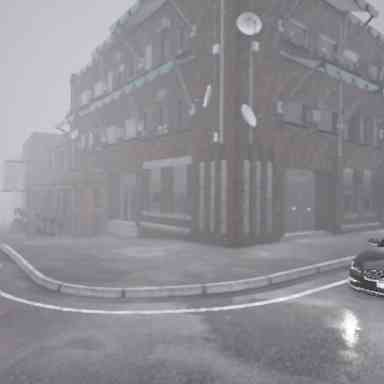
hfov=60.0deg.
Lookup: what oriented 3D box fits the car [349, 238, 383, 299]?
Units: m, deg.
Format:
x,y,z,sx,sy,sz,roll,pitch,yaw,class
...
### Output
x,y,z,sx,sy,sz,roll,pitch,yaw,class
5.562,1.489,7.719,4.892,1.490,1.837,-1,1,-36,car
